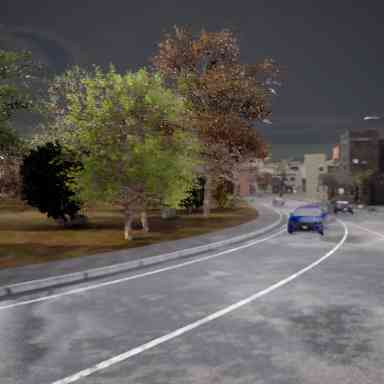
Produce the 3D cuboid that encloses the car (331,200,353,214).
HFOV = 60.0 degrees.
[{"bbox_3d":[15.724,1.563,35.485,1.812,1.442,4.674,-1,0,10],"label":"car"}]

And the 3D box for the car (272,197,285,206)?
[{"bbox_3d":[15.569,1.707,59.779,1.812,1.442,4.674,-1,0,8],"label":"car"}]

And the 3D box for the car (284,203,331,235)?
[{"bbox_3d":[6.945,1.587,19.742,1.882,1.535,5.008,-1,0,24],"label":"car"}]
